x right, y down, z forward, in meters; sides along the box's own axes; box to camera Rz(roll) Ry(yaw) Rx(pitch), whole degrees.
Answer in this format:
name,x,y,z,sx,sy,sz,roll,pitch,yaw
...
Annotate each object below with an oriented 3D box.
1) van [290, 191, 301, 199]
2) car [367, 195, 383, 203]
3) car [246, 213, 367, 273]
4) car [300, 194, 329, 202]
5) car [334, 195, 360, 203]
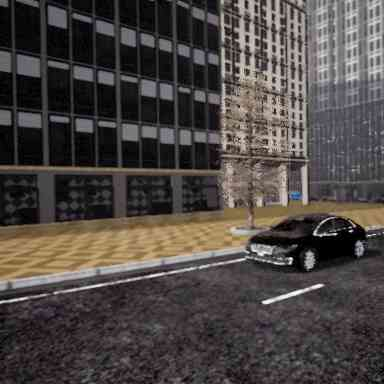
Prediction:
name,x,y,z,sx,sy,sz,roll,pitch,yaw
van,22.545,0.629,74.900,1.690,1.788,3.998,-1,1,-37
car,29.534,1.199,51.658,1.947,1.339,4.313,-1,1,-37
car,3.816,1.474,10.719,4.892,1.490,1.837,0,0,-38
car,22.713,1.115,60.754,1.947,1.339,4.313,-1,1,-37
car,26.107,1.173,56.195,1.802,1.307,4.206,-1,1,-37
